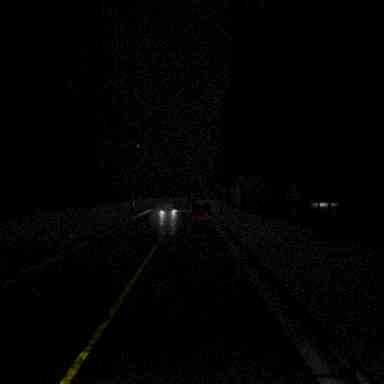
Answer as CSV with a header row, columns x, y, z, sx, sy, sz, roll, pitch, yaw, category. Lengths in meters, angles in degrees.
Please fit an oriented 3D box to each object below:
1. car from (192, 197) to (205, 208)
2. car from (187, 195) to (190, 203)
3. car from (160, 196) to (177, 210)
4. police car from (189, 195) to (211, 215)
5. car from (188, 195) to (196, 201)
x,y,z,sx,sy,sz,roll,pitch,yaw,category
0.907,1.564,49.650,1.812,1.442,4.674,0,0,0,car
0.009,1.339,70.452,2.097,1.767,4.553,0,0,0,car
-3.079,1.555,43.992,1.812,1.442,4.674,0,0,0,car
0.905,1.445,33.758,1.930,1.638,5.238,0,0,0,police car
0.011,1.501,85.483,1.882,1.535,5.008,0,0,0,car
